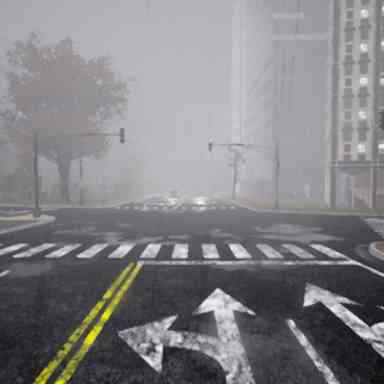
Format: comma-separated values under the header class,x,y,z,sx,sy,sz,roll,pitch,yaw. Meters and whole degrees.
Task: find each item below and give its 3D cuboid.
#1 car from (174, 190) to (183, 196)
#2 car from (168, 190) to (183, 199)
class,x,y,z,sx,sy,sz,roll,pitch,yaw
car,-3.248,0.327,83.307,2.033,1.411,5.357,0,1,0
car,-3.249,0.443,61.949,2.097,1.767,4.553,0,0,0
